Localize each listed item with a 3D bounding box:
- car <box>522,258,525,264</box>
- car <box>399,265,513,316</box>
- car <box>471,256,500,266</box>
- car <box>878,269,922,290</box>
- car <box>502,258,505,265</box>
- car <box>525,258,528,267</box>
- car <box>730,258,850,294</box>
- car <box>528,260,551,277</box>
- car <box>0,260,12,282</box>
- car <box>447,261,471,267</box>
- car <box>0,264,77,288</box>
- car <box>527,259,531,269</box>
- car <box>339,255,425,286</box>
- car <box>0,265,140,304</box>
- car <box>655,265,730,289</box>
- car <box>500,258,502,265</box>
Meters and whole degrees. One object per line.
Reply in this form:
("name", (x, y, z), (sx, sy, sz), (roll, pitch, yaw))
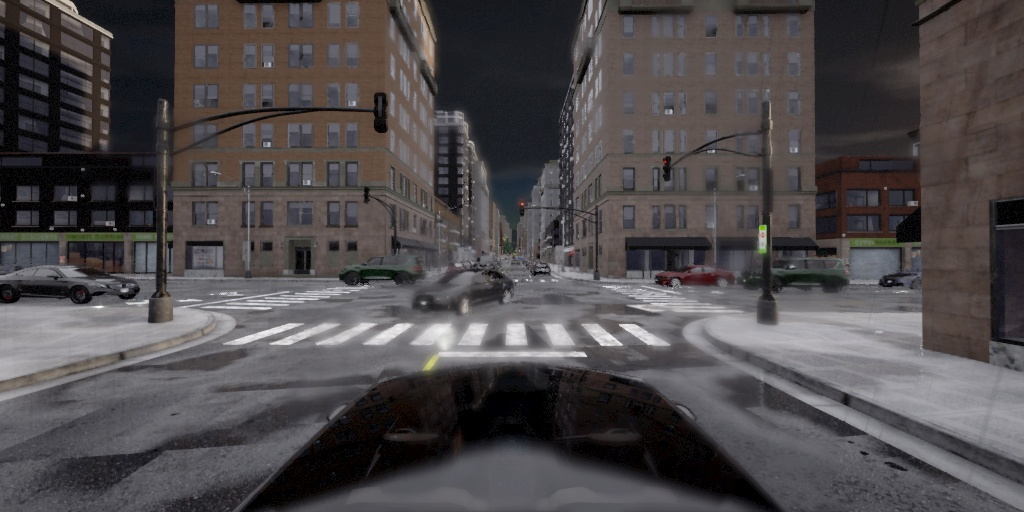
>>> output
("car", (3.298, 1.316, 63.849), (1.948, 1.339, 4.313), (0, 0, 1))
("car", (-1.672, 1.257, 13.592), (1.837, 1.490, 4.892), (-2, -1, 29))
("car", (-2.787, 0.976, 37.804), (2.150, 2.045, 5.566), (0, 0, 1))
("car", (27.440, 1.557, 24.146), (4.181, 1.385, 1.994), (0, -1, 0))
("car", (-2.529, 1.353, 58.148), (1.895, 1.301, 4.718), (0, 0, 1))
("car", (3.096, 1.303, 47.258), (2.007, 1.370, 4.403), (0, 0, 1))
("car", (16.367, 1.110, 20.968), (5.566, 2.045, 2.150), (0, -1, 0))
("car", (2.962, 1.319, 36.197), (1.948, 1.339, 4.313), (0, 0, 1))
("car", (-38.204, 1.014, 24.554), (4.902, 1.511, 2.128), (0, -1, 0))
("car", (-5.563, 1.336, 36.297), (1.802, 1.307, 4.207), (0, 0, 1))
("car", (-29.278, 1.163, 21.249), (4.718, 1.301, 1.895), (0, -1, 0))
("car", (3.029, 1.298, 41.728), (1.888, 1.381, 4.507), (0, 0, 1))
("car", (-8.672, 0.966, 24.363), (5.566, 2.045, 2.150), (0, 0, 0))
("car", (-17.929, 1.106, 14.483), (4.674, 1.442, 1.812), (0, -1, 1))
("car", (12.278, 1.371, 24.244), (5.008, 1.535, 1.882), (0, -1, 0))
("car", (-2.665, 1.258, 47.892), (1.837, 1.490, 4.892), (0, 0, 1))
